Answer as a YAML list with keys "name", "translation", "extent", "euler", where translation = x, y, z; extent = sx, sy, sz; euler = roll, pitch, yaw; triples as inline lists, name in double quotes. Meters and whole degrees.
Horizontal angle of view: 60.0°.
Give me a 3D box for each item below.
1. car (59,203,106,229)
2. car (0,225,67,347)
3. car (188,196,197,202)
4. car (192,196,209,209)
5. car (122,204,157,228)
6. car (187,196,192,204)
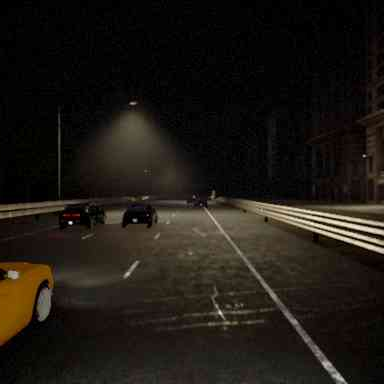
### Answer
- name: "car"
  translation: [-6.894, 1.486, 21.304]
  extent: [1.837, 1.490, 4.892]
  euler: [0, 0, 0]
- name: "car"
  translation: [-3.401, 1.469, 3.952]
  extent: [1.882, 1.535, 5.008]
  euler: [0, 0, 0]
- name: "car"
  translation: [0.021, 1.609, 79.942]
  extent: [2.128, 1.511, 4.902]
  euler: [0, 0, 0]
- name: "car"
  translation: [1.237, 1.519, 46.309]
  extent: [1.812, 1.442, 4.674]
  euler: [0, 0, 0]
- name: "car"
  translation: [-3.395, 1.507, 22.126]
  extent: [1.812, 1.442, 4.674]
  euler: [0, 0, 0]
- name: "car"
  translation: [0.017, 1.672, 64.757]
  extent: [1.994, 1.385, 4.181]
  euler: [0, 0, 0]
